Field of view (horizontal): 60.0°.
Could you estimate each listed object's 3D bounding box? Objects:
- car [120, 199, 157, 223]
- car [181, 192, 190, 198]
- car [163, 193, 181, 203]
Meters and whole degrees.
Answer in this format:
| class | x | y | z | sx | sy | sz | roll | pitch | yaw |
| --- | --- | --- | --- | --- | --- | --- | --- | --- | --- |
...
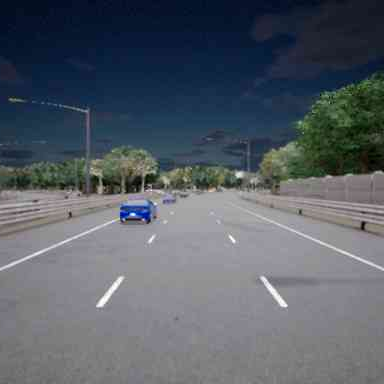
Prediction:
| class | x | y | z | sx | sy | sz | roll | pitch | yaw |
| --- | --- | --- | --- | --- | --- | --- | --- | --- | --- |
| car | -3.500 | 1.173 | 22.277 | 1.882 | 1.535 | 5.008 | 0 | 1 | 0 |
| car | -1.610 | 0.622 | 73.206 | 1.895 | 1.301 | 4.718 | 0 | 1 | 6 |
| car | -3.206 | 0.885 | 49.455 | 2.033 | 1.411 | 5.357 | 0 | 1 | 2 |
